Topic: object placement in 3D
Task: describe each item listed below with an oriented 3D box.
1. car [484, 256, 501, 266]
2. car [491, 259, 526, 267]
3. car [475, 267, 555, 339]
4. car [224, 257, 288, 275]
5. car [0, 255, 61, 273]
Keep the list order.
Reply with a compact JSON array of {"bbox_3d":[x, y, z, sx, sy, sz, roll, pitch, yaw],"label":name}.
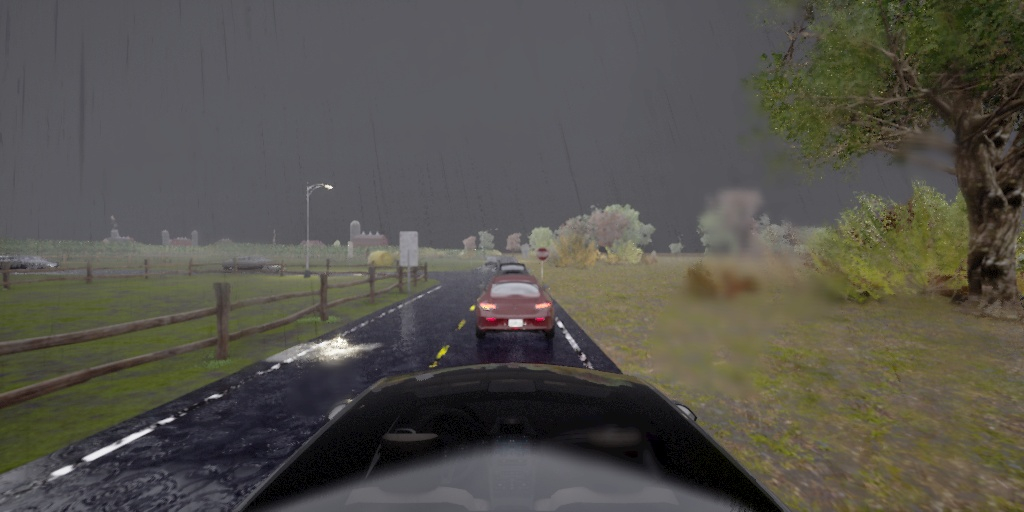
[{"bbox_3d":[-3.048,0.766,54.048,1.837,1.490,4.892,0,1,0],"label":"car"},{"bbox_3d":[-0.002,1.085,18.860,1.837,1.490,4.892,0,1,-1],"label":"car"},{"bbox_3d":[0.062,1.195,9.707,1.812,1.442,4.674,0,0,0],"label":"car"},{"bbox_3d":[-22.370,0.826,31.421,4.902,1.511,2.128,0,1,-2],"label":"car"},{"bbox_3d":[-42.436,0.686,31.158,4.902,1.511,2.128,0,1,-1],"label":"car"}]
